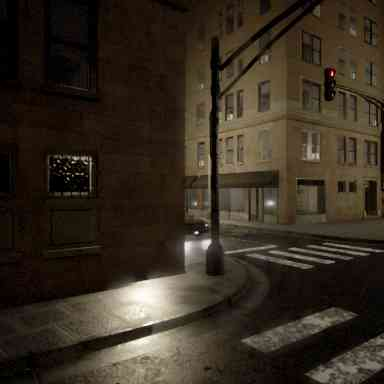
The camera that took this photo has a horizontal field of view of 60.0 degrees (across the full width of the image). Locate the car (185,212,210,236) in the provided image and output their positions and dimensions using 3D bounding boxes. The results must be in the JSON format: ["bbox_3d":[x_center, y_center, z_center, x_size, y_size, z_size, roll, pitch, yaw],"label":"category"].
[{"bbox_3d":[-1.331,1.515,17.726,2.033,1.411,5.357,0,0,-36],"label":"car"}]
